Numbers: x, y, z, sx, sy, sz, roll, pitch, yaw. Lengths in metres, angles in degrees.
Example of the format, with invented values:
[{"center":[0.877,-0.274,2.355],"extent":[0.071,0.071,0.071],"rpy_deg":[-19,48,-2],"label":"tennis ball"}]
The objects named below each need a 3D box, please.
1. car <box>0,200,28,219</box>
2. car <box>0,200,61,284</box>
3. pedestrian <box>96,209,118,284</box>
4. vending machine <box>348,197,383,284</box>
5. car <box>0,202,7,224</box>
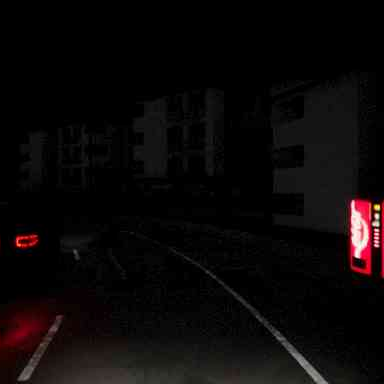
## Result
[{"center":[-16.862,1.504,29.945],"extent":[4.892,1.490,1.837],"rpy_deg":[0,0,39],"label":"car"},{"center":[-5.050,1.221,9.346],"extent":[2.150,2.045,5.566],"rpy_deg":[0,0,-17],"label":"car"},{"center":[-2.000,1.294,7.821],"extent":[0.375,1.860,0.375],"rpy_deg":[0,0,-14],"label":"pedestrian"},{"center":[4.858,1.195,8.705],"extent":[1.100,2.100,0.880],"rpy_deg":[0,0,-13],"label":"vending machine"},{"center":[-15.672,1.477,24.536],"extent":[5.008,1.535,1.882],"rpy_deg":[0,0,41],"label":"car"}]
